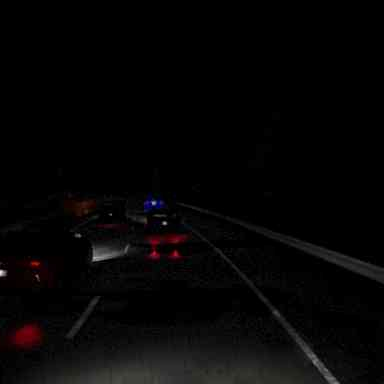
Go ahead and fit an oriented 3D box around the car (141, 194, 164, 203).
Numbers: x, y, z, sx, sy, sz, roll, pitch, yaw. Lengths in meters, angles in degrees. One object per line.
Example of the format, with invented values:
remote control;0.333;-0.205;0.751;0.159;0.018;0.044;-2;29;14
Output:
car;-4.062;1.206;34.615;2.150;2.045;5.566;0;0;-10

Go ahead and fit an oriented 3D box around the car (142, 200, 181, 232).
car;-1.797;1.482;20.334;2.128;1.511;4.902;0;0;-8

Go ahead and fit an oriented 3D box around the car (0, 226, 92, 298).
car;-3.925;1.567;8.532;1.994;1.385;4.181;0;0;-4

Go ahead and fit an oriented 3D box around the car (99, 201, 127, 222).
car;-6.289;1.473;26.662;1.882;1.535;5.008;0;0;-9
